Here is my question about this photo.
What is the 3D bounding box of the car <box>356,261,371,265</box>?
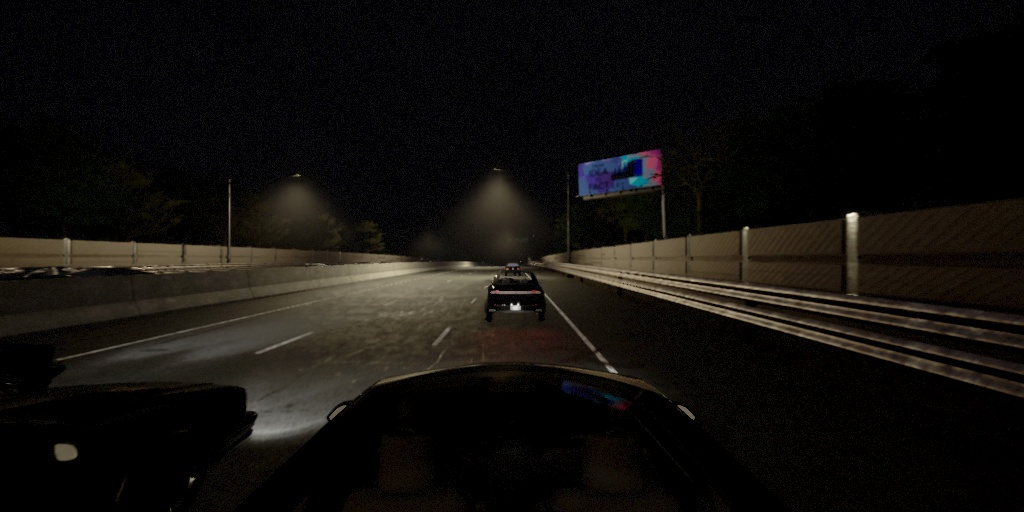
[{"bbox_3d":[-24.509,1.607,59.202,1.812,1.442,4.674,0,-1,1],"label":"car"}]

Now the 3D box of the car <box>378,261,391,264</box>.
[{"bbox_3d":[-21.016,1.607,59.217,1.812,1.442,4.674,0,-1,1],"label":"car"}]

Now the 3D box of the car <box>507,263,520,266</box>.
[{"bbox_3d":[0.116,1.466,41.563,2.033,1.411,5.357,0,0,0],"label":"car"}]

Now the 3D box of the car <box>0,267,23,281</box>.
[{"bbox_3d":[-24.592,1.284,18.497,2.128,1.511,4.902,0,0,0],"label":"car"}]

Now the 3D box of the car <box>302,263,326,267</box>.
[{"bbox_3d":[-17.582,1.387,31.634,1.812,1.442,4.674,0,0,0],"label":"car"}]

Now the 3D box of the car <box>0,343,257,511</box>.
[{"bbox_3d":[-3.400,1.297,0.981,2.033,1.411,5.357,0,0,0],"label":"car"}]

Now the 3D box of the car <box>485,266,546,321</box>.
[{"bbox_3d":[0.105,1.259,12.575,2.128,1.511,4.902,0,0,0],"label":"car"}]

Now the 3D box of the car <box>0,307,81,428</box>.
[{"bbox_3d":[-6.899,1.352,2.588,1.895,1.301,4.718,0,0,0],"label":"car"}]

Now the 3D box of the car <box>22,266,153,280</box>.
[{"bbox_3d":[-21.093,1.318,18.528,1.812,1.442,4.674,0,0,0],"label":"car"}]
